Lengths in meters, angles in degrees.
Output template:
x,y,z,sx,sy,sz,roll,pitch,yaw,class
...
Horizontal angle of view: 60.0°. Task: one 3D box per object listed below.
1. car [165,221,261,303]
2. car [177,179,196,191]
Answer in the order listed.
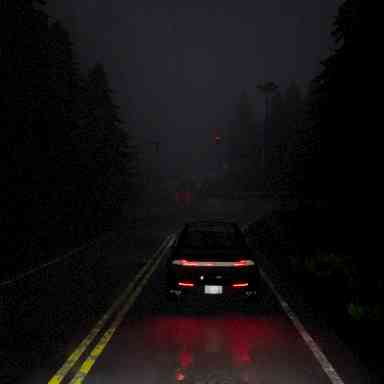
x,y,z,sx,sy,sz,roll,pitch,yaw,class
0.448,1.466,8.175,2.128,1.511,4.902,0,0,2,car
-0.700,-1.070,45.224,1.812,1.442,4.674,1,9,14,car
